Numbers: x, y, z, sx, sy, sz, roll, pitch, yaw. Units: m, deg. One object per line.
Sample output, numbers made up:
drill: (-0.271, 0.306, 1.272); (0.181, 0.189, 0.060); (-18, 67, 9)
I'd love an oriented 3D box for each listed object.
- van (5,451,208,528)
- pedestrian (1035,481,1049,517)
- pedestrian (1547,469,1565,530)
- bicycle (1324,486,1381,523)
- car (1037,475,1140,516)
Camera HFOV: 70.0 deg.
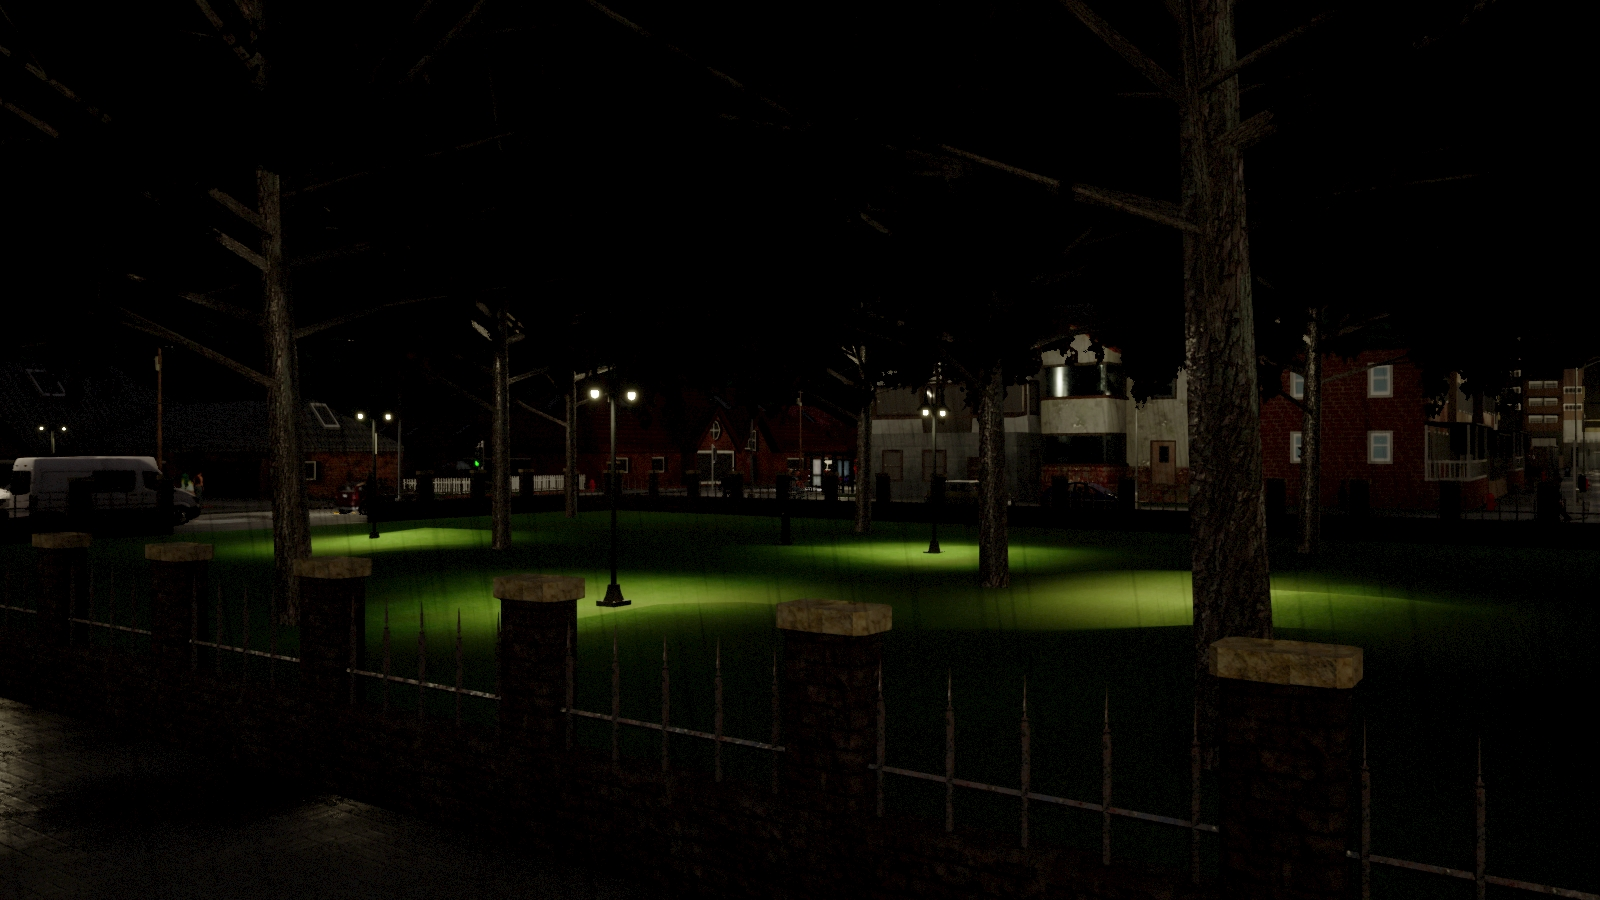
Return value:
van: (-24.706, 1.315, 40.976); (1.988, 2.561, 5.915); (0, 0, 36)
pedestrian: (8.899, 1.804, 42.008); (0.375, 1.300, 0.375); (0, 0, 34)
pedestrian: (23.386, 1.525, 35.358); (0.375, 1.860, 0.375); (0, 0, -42)
bicycle: (19.779, 1.940, 40.922); (1.835, 1.271, 0.329); (0, 0, 35)
car: (11.752, 1.818, 46.570); (3.633, 1.501, 1.845); (0, 0, 35)
